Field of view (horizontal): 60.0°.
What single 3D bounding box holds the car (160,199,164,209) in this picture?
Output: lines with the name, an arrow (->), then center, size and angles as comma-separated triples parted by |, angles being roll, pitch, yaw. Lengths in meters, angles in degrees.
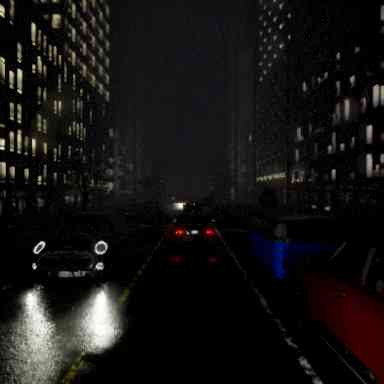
car -> -5.688, 1.785, 49.262 | 1.967, 1.590, 4.097 | -1, 0, 0

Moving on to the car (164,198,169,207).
car -> -5.684, 1.948, 60.459 | 1.752, 1.417, 4.829 | -1, 0, 0

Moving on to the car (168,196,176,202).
car -> -5.675, 2.096, 94.731 | 1.967, 1.590, 4.097 | -1, 0, 0

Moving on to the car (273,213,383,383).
car -> 2.679, 1.344, 3.793 | 2.192, 1.841, 5.009 | -1, 0, 0

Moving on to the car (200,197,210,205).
car -> 2.699, 1.944, 71.995 | 1.967, 1.590, 4.097 | -1, 0, 0

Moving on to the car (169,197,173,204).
car -> -5.681, 2.068, 71.996 | 1.947, 1.339, 4.313 | -1, 0, 0

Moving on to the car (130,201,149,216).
car -> -5.692, 1.776, 32.211 | 2.008, 1.369, 4.403 | -1, 0, 0

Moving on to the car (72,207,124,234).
car -> -5.695, 1.697, 20.844 | 2.008, 1.369, 4.403 | -1, 0, 0

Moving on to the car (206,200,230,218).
car -> 2.689, 1.779, 32.209 | 2.008, 1.369, 4.403 | -1, 0, 0

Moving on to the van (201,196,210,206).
van -> 2.696, 1.806, 66.312 | 1.690, 1.788, 3.998 | -1, 0, 0

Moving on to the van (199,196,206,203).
van -> 2.702, 1.961, 89.045 | 1.690, 1.788, 3.998 | -1, 0, 0

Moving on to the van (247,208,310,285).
van -> 2.680, 1.410, 9.477 | 1.690, 1.788, 3.998 | -1, 0, 0

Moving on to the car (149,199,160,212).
car -> -5.689, 1.887, 43.578 | 1.802, 1.307, 4.206 | -1, 0, 0

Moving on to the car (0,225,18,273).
car -> -5.698, 1.648, 9.477 | 1.802, 1.307, 4.206 | -1, 0, 0

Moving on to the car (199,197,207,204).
car -> 2.701, 2.021, 83.362 | 1.967, 1.590, 4.097 | -1, 0, 0

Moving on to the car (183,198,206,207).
car -> 0.108, 1.719, 34.219 | 1.882, 1.535, 5.008 | 0, 0, 0

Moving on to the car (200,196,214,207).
car -> 2.694, 1.741, 60.629 | 2.192, 1.841, 5.009 | -1, 0, 0

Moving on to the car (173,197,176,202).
car -> -5.678, 2.130, 83.363 | 2.008, 1.369, 4.403 | -1, 0, 0

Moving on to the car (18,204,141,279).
car -> -3.098, 1.425, 10.344 | 2.097, 1.767, 4.553 | 0, 0, 0

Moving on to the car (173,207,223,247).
car -> 0.102, 1.659, 15.660 | 2.033, 1.411, 5.357 | 0, 0, 0

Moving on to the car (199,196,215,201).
car -> 2.692, 1.701, 54.945 | 2.192, 1.841, 5.009 | -1, 0, 0
